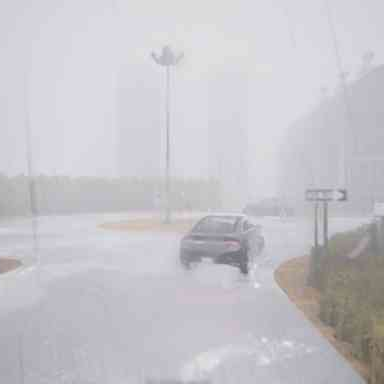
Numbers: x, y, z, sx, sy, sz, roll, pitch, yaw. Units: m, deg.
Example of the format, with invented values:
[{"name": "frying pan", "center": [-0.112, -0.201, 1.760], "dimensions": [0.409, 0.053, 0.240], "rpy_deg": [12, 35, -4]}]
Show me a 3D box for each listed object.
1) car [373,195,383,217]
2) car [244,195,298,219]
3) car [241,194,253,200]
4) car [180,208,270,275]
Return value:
[{"name": "car", "center": [15.512, 1.177, 22.888], "dimensions": [5.566, 2.045, 2.150], "rpy_deg": [0, 0, -2]}, {"name": "car", "center": [6.653, 1.294, 28.767], "dimensions": [4.553, 1.767, 2.097], "rpy_deg": [0, 0, 35]}, {"name": "car", "center": [12.927, 1.230, 78.704], "dimensions": [1.994, 1.381, 4.181], "rpy_deg": [0, 0, -1]}, {"name": "car", "center": [1.108, 1.478, 10.593], "dimensions": [2.128, 1.511, 4.902], "rpy_deg": [0, 0, 17]}]
